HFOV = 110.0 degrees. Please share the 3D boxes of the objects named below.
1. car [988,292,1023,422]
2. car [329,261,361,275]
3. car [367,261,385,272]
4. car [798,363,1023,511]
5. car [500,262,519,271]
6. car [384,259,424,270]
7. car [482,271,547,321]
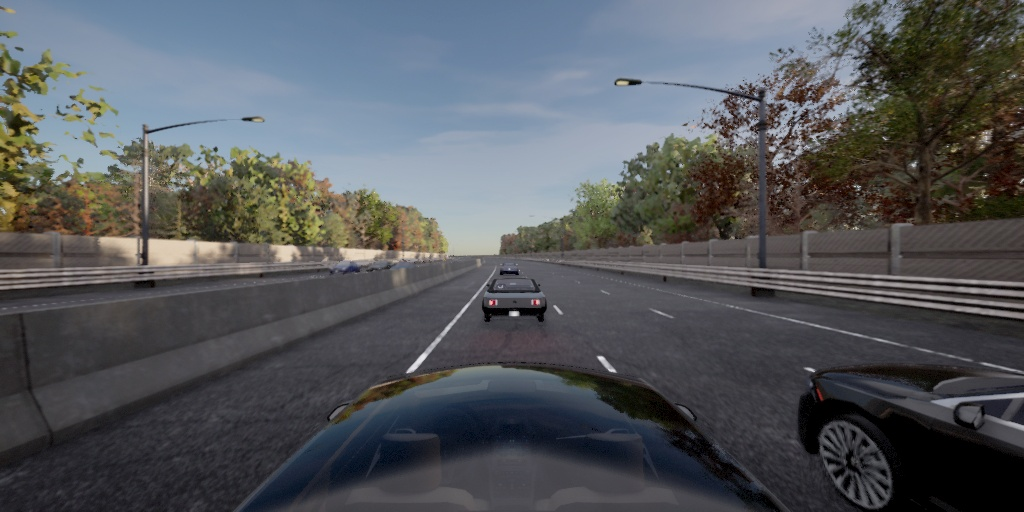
[{"bbox_3d":[7.092,1.226,2.128,1.882,1.535,5.008,0,0,0],"label":"car"},{"bbox_3d":[-18.000,1.287,39.005,1.812,1.442,4.674,0,0,-1],"label":"car"},{"bbox_3d":[-14.529,1.267,40.229,1.837,1.490,4.892,0,0,-1],"label":"car"},{"bbox_3d":[3.592,1.240,1.360,2.128,1.511,4.902,0,0,0],"label":"car"},{"bbox_3d":[-0.314,1.327,39.122,1.994,1.385,4.181,0,0,-1],"label":"car"},{"bbox_3d":[-10.961,1.309,36.863,2.033,1.411,5.357,0,0,-1],"label":"car"},{"bbox_3d":[0.058,1.354,12.421,1.895,1.301,4.718,0,0,0],"label":"car"}]
